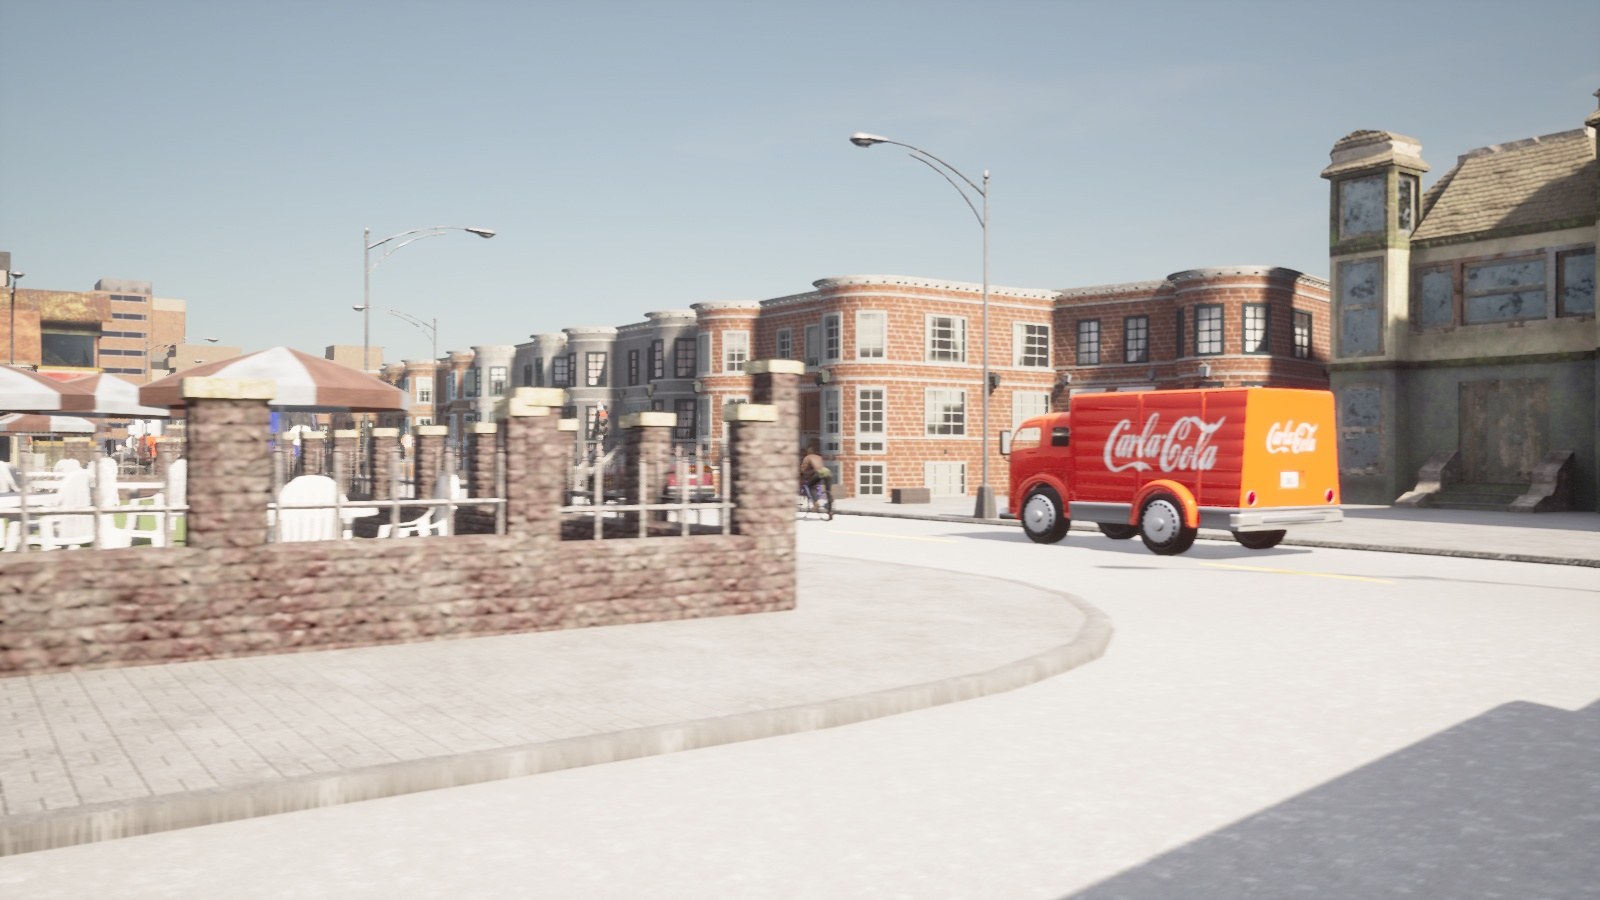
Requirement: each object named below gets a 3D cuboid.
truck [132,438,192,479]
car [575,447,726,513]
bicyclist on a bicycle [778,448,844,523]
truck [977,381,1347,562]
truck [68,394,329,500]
[{"bbox_3d":[-39.969,0.535,78.593,2.627,2.467,5.204,0,0,-35],"label":"truck"},{"bbox_3d":[-4.122,0.767,33.940,2.033,1.649,4.856,0,0,-35],"label":"car"},{"bbox_3d":[0.230,0.765,27.675,0.582,1.620,1.656,0,0,-35],"label":"bicyclist on a bicycle"},{"bbox_3d":[5.563,0.296,20.037,2.627,2.467,5.204,0,0,-34],"label":"truck"},{"bbox_3d":[-21.397,-0.082,44.970,7.936,3.462,2.891,0,-1,-41],"label":"truck"}]
